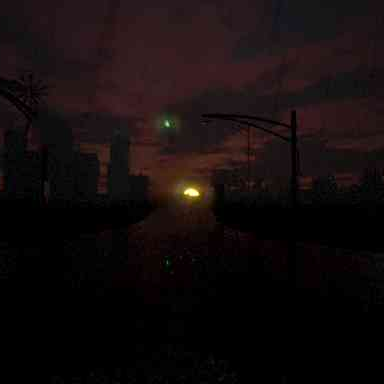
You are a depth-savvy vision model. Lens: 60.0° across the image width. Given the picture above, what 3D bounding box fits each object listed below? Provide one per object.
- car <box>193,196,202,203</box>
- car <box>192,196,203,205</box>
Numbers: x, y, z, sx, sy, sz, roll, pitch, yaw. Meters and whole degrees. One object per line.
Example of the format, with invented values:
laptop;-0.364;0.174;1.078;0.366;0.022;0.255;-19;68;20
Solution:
car;1.164;1.546;68.875;1.837;1.490;4.892;0;0;1
car;0.982;1.578;58.455;2.033;1.411;5.357;0;0;1
